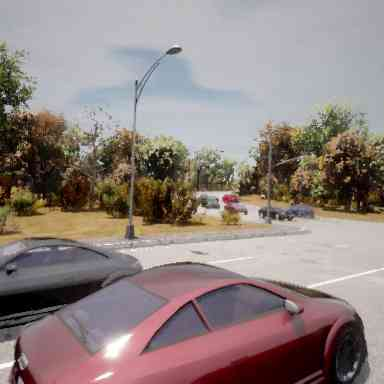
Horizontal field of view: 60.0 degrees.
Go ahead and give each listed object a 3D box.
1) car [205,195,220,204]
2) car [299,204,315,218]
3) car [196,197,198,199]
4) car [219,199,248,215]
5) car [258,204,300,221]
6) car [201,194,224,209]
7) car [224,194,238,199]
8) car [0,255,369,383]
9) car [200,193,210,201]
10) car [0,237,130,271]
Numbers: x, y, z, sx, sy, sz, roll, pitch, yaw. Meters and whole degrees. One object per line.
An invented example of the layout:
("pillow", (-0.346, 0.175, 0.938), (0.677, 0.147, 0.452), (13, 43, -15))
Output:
("car", (4.174, 1.497, 68.233), (1.882, 1.535, 5.008), (2, 2, -8))
("car", (14.016, 2.418, 43.971), (2.097, 1.767, 4.553), (3, 0, -22))
("car", (0.969, 1.590, 64.744), (1.895, 1.301, 4.718), (2, 2, -9))
("car", (5.886, 2.203, 45.346), (1.812, 1.442, 4.674), (3, 0, -19))
("car", (9.243, 2.295, 36.693), (1.837, 1.490, 4.892), (3, -1, -23))
("car", (3.052, 1.750, 54.905), (2.097, 1.767, 4.553), (3, 1, -14))
("car", (7.713, 1.418, 67.879), (2.150, 2.045, 5.566), (2, 2, -9))
("car", (0.228, 1.573, 3.920), (4.181, 1.385, 1.994), (0, 0, -36))
("car", (2.974, 1.164, 78.216), (1.994, 1.385, 4.181), (2, 2, -1))
("car", (-2.978, 1.566, 6.124), (4.181, 1.385, 1.994), (0, 0, -35))
